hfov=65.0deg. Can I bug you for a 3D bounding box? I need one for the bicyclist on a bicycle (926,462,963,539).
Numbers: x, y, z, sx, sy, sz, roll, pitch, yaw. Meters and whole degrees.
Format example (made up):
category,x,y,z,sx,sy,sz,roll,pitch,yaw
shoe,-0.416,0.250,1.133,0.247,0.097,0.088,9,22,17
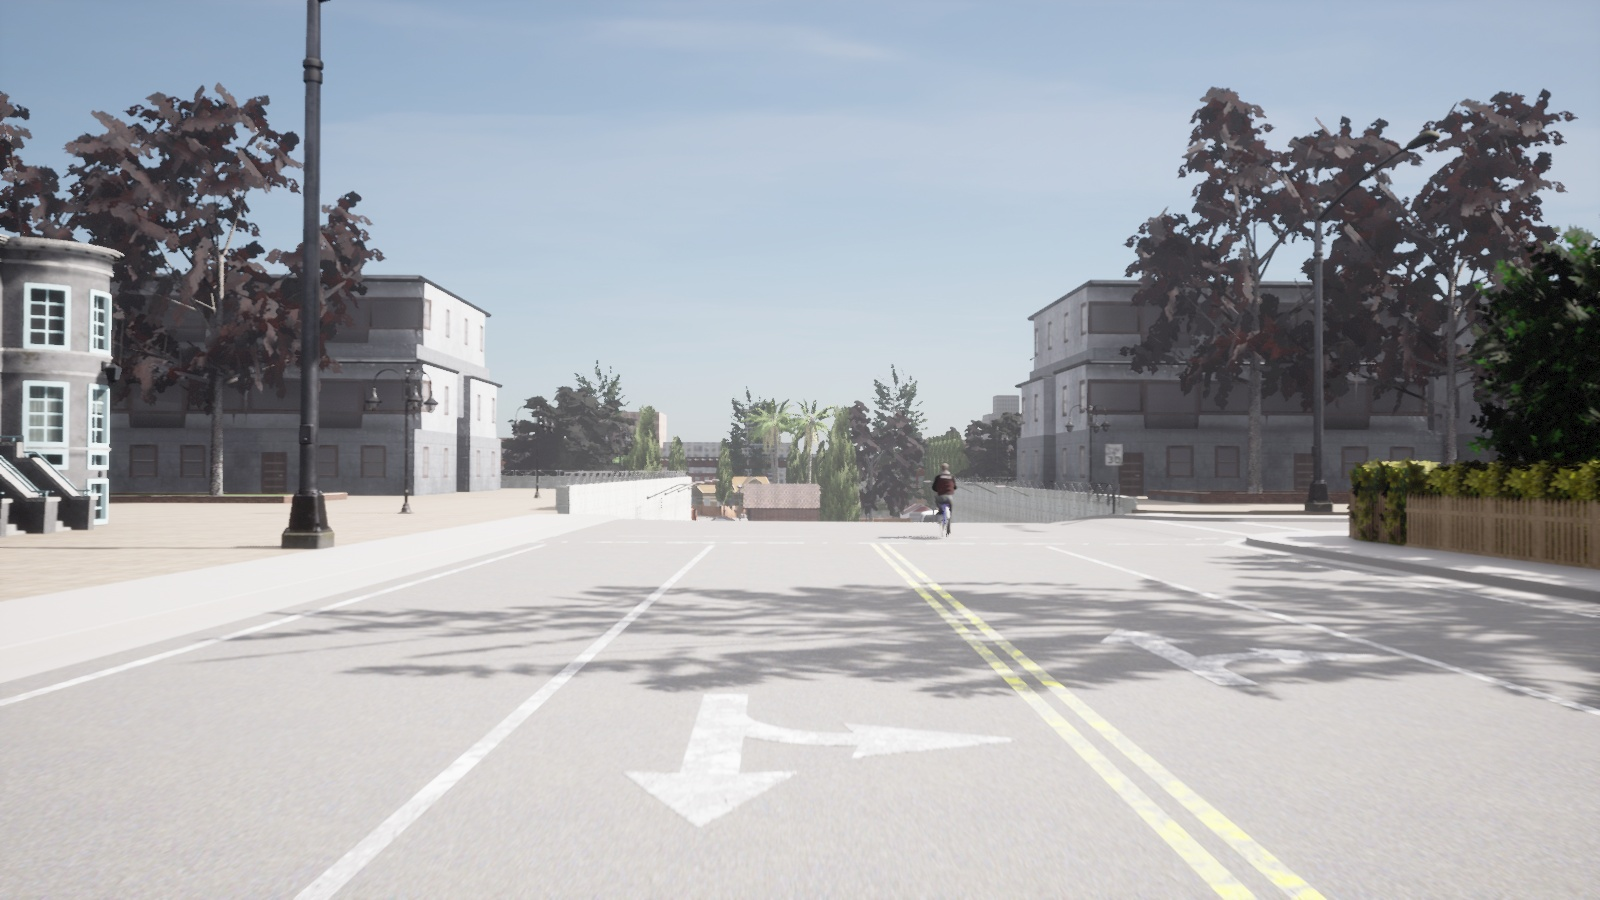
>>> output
category,x,y,z,sx,sy,sz,roll,pitch,yaw
bicyclist on a bicycle,3.426,1.173,29.964,0.659,1.776,1.843,0,-1,0
